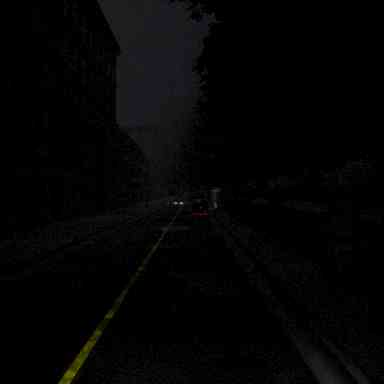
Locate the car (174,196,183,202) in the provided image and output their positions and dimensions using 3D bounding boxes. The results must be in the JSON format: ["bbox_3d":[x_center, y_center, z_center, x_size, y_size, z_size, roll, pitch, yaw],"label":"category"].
[{"bbox_3d":[-3.000,1.600,75.930,2.033,1.411,5.357,0,0,0],"label":"car"}]

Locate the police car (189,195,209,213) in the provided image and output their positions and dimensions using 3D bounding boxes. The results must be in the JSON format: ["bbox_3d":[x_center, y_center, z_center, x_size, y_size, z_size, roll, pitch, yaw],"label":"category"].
[{"bbox_3d":[0.901,1.451,38.207,1.930,1.638,5.238,0,0,0],"label":"police car"}]

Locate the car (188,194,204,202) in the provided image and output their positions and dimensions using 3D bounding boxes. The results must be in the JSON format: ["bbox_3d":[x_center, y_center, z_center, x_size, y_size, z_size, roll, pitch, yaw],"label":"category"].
[{"bbox_3d":[0.901,1.246,48.127,2.150,2.045,5.566,0,0,0],"label":"car"}]
